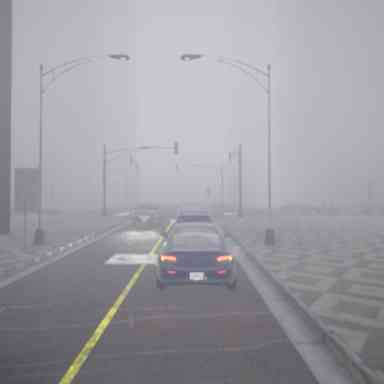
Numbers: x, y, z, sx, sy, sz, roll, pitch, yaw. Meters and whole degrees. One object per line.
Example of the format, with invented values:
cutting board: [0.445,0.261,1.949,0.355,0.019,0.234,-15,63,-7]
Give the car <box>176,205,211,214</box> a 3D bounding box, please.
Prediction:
car: [0.101,1.507,19.100,1.882,1.535,5.008,0,0,0]

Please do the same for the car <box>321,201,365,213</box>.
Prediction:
car: [18.005,1.745,39.765,4.403,1.369,2.008,0,-1,0]

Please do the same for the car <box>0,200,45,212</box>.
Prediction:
car: [-20.156,1.629,39.641,4.403,1.369,2.008,0,-1,0]

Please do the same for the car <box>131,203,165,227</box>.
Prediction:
car: [-2.998,1.528,23.344,2.128,1.511,4.902,0,0,0]

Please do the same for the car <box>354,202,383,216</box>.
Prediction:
car: [18.004,1.620,31.241,4.313,1.339,1.947,0,-1,0]

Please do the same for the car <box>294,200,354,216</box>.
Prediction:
car: [12.333,1.584,31.223,4.403,1.369,2.008,0,-1,0]

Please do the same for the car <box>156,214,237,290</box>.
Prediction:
car: [0.103,1.540,9.039,1.812,1.442,4.674,0,0,0]

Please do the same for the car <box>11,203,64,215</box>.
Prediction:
car: [-14.587,1.476,31.136,4.829,1.417,1.752,0,-1,0]

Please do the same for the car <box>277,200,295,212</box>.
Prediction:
car: [12.335,1.613,39.748,4.097,1.590,1.967,0,-1,0]
